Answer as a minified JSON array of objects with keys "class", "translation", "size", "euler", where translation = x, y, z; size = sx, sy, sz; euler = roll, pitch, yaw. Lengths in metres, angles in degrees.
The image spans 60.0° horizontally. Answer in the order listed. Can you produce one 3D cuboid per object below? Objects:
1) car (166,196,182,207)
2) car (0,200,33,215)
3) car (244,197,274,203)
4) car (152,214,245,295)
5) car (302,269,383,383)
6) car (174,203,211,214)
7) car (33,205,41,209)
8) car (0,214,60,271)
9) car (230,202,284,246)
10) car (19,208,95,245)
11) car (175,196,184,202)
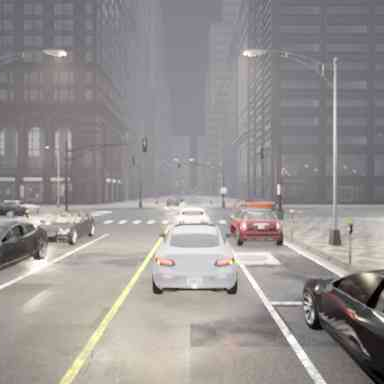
[{"class":"car","translation":[-2.945,1.520,51.580],"size":[1.812,1.442,4.674],"euler":[0,0,0]},{"class":"car","translation":[-17.579,1.533,30.151],"size":[5.008,1.535,1.882],"euler":[0,0,-1]},{"class":"car","translation":[6.721,1.315,36.232],"size":[4.553,1.767,2.097],"euler":[0,0,-9]},{"class":"car","translation":[0.080,1.522,8.622],"size":[1.812,1.442,4.674],"euler":[0,0,1]},{"class":"car","translation":[2.769,1.564,4.009],"size":[1.947,1.339,4.313],"euler":[0,0,0]},{"class":"car","translation":[0.036,1.518,17.724],"size":[1.812,1.442,4.674],"euler":[0,0,0]},{"class":"car","translation":[-17.581,1.564,33.404],"size":[4.674,1.442,1.812],"euler":[0,0,3]},{"class":"car","translation":[-5.745,1.561,9.659],"size":[1.947,1.339,4.313],"euler":[0,0,0]},{"class":"car","translation":[2.790,1.433,15.281],"size":[1.967,1.590,4.097],"euler":[0,0,0]},{"class":"car","translation":[-5.735,1.544,15.295],"size":[2.008,1.369,4.403],"euler":[0,0,0]},{"class":"car","translation":[-2.918,1.607,76.142],"size":[1.895,1.301,4.718],"euler":[0,0,0]}]
